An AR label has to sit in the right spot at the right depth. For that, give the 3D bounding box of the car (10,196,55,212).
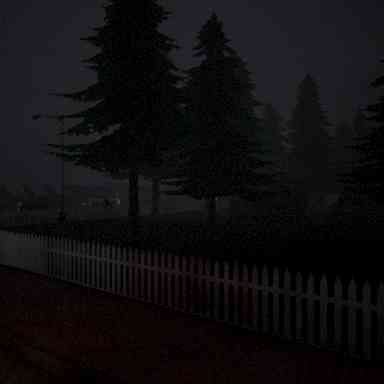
[{"bbox_3d":[-18.018,1.352,37.625,2.097,1.767,4.553,0,0,34],"label":"car"}]

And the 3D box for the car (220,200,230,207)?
[{"bbox_3d":[4.308,1.222,51.448,2.150,2.045,5.566,0,0,34],"label":"car"}]

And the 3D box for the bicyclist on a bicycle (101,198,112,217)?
[{"bbox_3d":[-7.164,1.302,27.830,1.656,1.620,0.582,0,0,34],"label":"bicyclist on a bicycle"}]

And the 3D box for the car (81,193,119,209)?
[{"bbox_3d":[-12.522,1.222,45.700,2.150,2.045,5.566,0,0,34],"label":"car"}]

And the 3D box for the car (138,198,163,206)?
[{"bbox_3d":[-6.785,1.492,54.088,2.128,1.511,4.902,0,0,35],"label":"car"}]
